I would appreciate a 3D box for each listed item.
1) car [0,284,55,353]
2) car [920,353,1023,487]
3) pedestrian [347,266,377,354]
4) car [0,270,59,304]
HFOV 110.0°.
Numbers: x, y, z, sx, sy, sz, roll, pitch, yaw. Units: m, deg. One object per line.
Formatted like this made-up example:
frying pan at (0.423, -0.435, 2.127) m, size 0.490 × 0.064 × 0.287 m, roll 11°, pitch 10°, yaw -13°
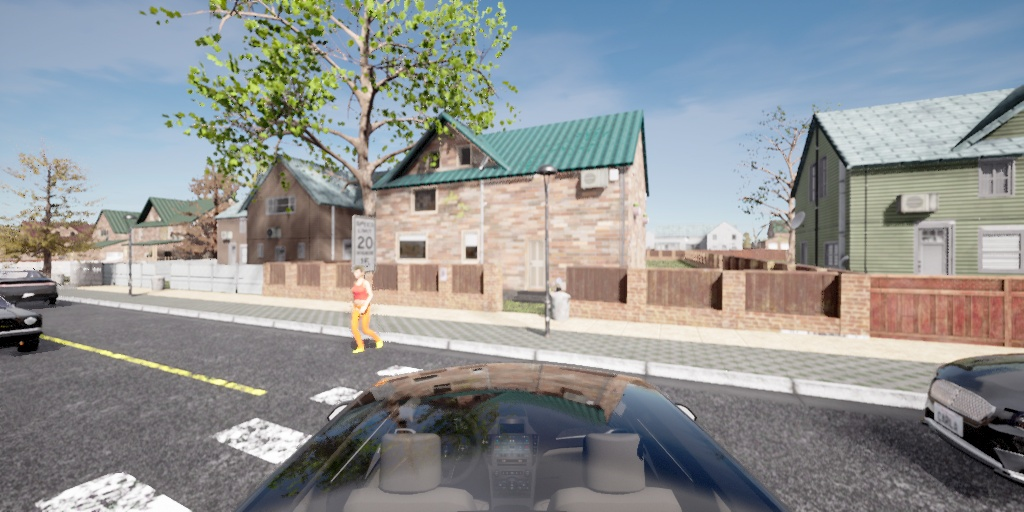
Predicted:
car at (-11.945, 1.396, 7.482) m, size 4.718 × 1.301 × 1.895 m, roll 0°, pitch 0°, yaw 25°
car at (6.207, 1.205, 2.254) m, size 4.902 × 1.511 × 2.128 m, roll 0°, pitch 0°, yaw 25°
pedestrian at (-3.103, 1.050, 7.360) m, size 0.375 × 1.860 × 0.375 m, roll 0°, pitch 1°, yaw 25°
car at (-21.106, 1.352, 15.026) m, size 4.902 × 1.511 × 2.128 m, roll 0°, pitch 0°, yaw 25°
